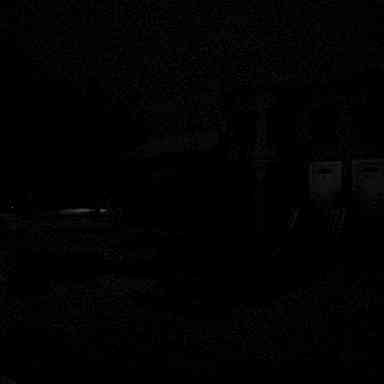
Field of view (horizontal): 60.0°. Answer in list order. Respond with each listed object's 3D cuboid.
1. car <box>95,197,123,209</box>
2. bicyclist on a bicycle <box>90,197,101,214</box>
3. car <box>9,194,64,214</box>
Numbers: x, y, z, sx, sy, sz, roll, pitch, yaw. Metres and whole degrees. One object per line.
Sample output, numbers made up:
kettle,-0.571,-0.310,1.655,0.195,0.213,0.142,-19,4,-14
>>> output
car,-10.796,1.478,44.736,1.882,1.535,5.008,0,0,36
bicyclist on a bicycle,-9.426,1.344,32.352,1.656,1.620,0.582,0,1,36
car,-16.853,1.221,36.433,2.150,2.045,5.566,0,0,36
